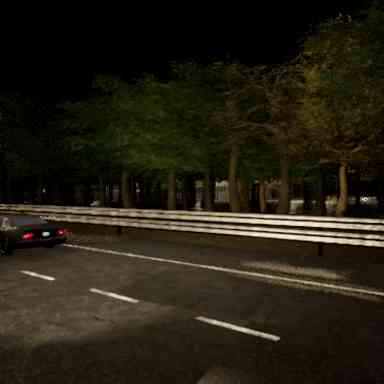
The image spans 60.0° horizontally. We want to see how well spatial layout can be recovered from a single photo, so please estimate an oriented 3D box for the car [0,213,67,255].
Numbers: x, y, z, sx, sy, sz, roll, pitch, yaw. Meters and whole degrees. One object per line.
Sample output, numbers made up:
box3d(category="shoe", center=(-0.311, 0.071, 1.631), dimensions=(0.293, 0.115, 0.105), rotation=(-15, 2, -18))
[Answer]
box3d(category="car", center=(-7.271, 1.560, 13.370), dimensions=(5.357, 1.411, 2.033), rotation=(0, 0, 36))
